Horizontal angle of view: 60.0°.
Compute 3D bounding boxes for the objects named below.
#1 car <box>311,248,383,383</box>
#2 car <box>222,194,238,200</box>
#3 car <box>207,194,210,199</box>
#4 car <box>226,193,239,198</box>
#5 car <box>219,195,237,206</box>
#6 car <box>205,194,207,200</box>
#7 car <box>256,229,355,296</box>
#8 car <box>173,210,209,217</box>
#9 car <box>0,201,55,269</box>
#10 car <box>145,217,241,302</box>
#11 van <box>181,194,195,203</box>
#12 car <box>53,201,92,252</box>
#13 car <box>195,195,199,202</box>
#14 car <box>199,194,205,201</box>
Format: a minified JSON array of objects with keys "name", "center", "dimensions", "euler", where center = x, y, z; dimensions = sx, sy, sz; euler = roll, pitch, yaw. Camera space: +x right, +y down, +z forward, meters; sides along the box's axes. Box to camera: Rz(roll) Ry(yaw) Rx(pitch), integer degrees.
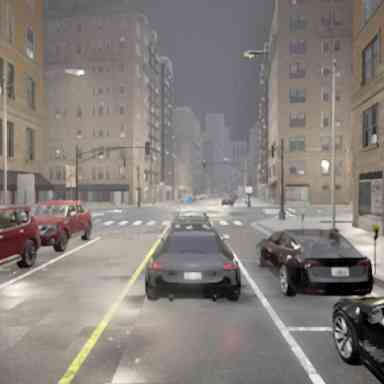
[{"name":"car","center":[2.848,1.565,2.939],"dimensions":[1.947,1.339,4.313],"euler":[-1,0,0]},{"name":"car","center":[7.318,1.482,63.652],"dimensions":[1.947,1.339,4.313],"euler":[0,0,9]},{"name":"car","center":[3.084,1.301,92.115],"dimensions":[1.967,1.590,4.097],"euler":[0,0,9]},{"name":"car","center":[10.671,1.194,85.382],"dimensions":[2.192,1.841,5.009],"euler":[0,0,9]},{"name":"car","center":[5.640,1.508,52.787],"dimensions":[1.947,1.339,4.313],"euler":[0,0,9]},{"name":"car","center":[2.247,1.448,86.682],"dimensions":[1.802,1.307,4.206],"euler":[0,0,9]},{"name":"car","center":[2.837,1.563,8.446],"dimensions":[1.947,1.339,4.313],"euler":[-1,0,0]},{"name":"car","center":[-0.031,1.594,17.142],"dimensions":[1.895,1.301,4.718],"euler":[0,0,0]},{"name":"car","center":[-5.691,1.313,8.421],"dimensions":[2.192,1.841,5.009],"euler":[-1,0,0]},{"name":"car","center":[0.033,1.561,8.328],"dimensions":[1.994,1.385,4.181],"euler":[0,0,0]},{"name":"van","center":[-1.109,1.244,64.952],"dimensions":[1.690,1.788,3.998],"euler":[0,0,9]},{"name":"car","center":[-5.703,1.310,13.929],"dimensions":[2.192,1.841,5.009],"euler":[-1,0,0]},{"name":"car","center":[-0.270,1.331,70.385],"dimensions":[1.967,1.590,4.097],"euler":[0,0,9]},{"name":"car","center":[1.382,1.398,81.081],"dimensions":[1.752,1.417,4.829],"euler":[0,0,9]}]
